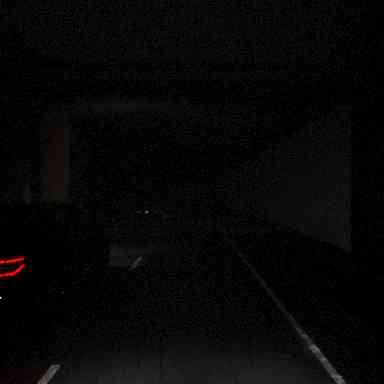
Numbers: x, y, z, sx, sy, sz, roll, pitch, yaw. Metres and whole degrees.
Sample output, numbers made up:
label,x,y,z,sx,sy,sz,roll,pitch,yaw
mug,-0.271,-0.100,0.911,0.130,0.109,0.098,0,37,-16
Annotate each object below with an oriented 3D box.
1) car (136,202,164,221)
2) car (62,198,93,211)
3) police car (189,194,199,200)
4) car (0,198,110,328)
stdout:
label,x,y,z,sx,sy,sz,roll,pitch,yaw
car,-3.408,1.563,27.498,2.033,1.411,5.357,0,0,0
car,-14.103,1.515,41.156,2.128,1.511,4.902,0,0,0
police car,0.910,1.475,91.841,1.930,1.638,5.238,0,0,-3
car,-3.402,1.226,7.107,2.150,2.045,5.566,0,0,0
